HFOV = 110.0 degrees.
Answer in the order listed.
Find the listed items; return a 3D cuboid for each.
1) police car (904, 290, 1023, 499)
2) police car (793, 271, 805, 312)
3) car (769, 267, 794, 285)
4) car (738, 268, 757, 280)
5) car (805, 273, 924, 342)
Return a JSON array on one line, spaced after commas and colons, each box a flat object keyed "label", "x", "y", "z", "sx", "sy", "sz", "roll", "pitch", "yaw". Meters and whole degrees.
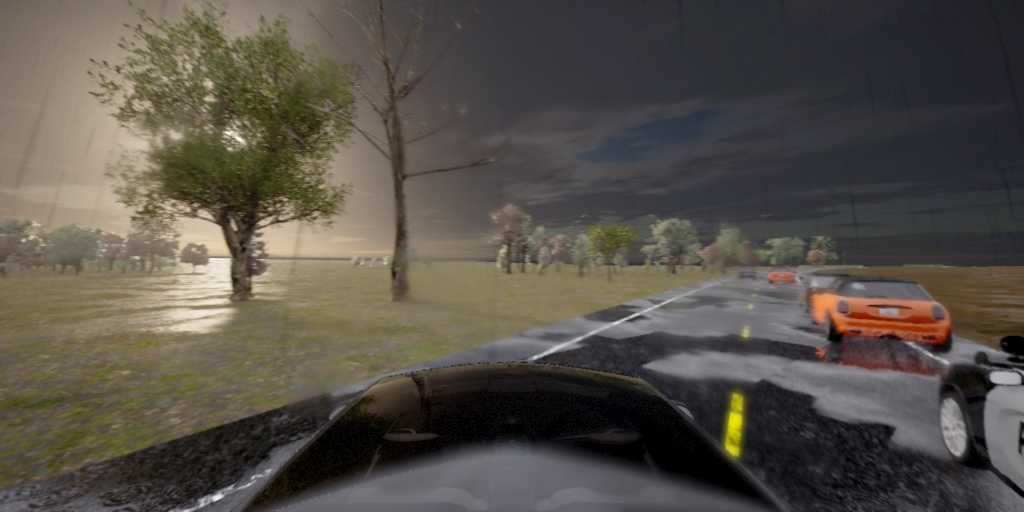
[{"label": "police car", "x": 4.428, "y": 1.243, "z": 1.898, "sx": 1.930, "sy": 1.638, "sz": 5.238, "roll": 0, "pitch": -1, "yaw": 34}, {"label": "police car", "x": 13.382, "y": 1.544, "z": 15.090, "sx": 1.930, "sy": 1.638, "sz": 5.238, "roll": 0, "pitch": -1, "yaw": 35}, {"label": "car", "x": 27.739, "y": 1.951, "z": 36.816, "sx": 2.097, "sy": 1.767, "sz": 4.553, "roll": 0, "pitch": -1, "yaw": 37}, {"label": "car", "x": 30.682, "y": 2.311, "z": 46.672, "sx": 2.033, "sy": 1.411, "sz": 5.357, "roll": 0, "pitch": -1, "yaw": 37}, {"label": "car", "x": 9.916, "y": 1.355, "z": 10.048, "sx": 2.097, "sy": 1.767, "sz": 4.553, "roll": 0, "pitch": -1, "yaw": 34}]
